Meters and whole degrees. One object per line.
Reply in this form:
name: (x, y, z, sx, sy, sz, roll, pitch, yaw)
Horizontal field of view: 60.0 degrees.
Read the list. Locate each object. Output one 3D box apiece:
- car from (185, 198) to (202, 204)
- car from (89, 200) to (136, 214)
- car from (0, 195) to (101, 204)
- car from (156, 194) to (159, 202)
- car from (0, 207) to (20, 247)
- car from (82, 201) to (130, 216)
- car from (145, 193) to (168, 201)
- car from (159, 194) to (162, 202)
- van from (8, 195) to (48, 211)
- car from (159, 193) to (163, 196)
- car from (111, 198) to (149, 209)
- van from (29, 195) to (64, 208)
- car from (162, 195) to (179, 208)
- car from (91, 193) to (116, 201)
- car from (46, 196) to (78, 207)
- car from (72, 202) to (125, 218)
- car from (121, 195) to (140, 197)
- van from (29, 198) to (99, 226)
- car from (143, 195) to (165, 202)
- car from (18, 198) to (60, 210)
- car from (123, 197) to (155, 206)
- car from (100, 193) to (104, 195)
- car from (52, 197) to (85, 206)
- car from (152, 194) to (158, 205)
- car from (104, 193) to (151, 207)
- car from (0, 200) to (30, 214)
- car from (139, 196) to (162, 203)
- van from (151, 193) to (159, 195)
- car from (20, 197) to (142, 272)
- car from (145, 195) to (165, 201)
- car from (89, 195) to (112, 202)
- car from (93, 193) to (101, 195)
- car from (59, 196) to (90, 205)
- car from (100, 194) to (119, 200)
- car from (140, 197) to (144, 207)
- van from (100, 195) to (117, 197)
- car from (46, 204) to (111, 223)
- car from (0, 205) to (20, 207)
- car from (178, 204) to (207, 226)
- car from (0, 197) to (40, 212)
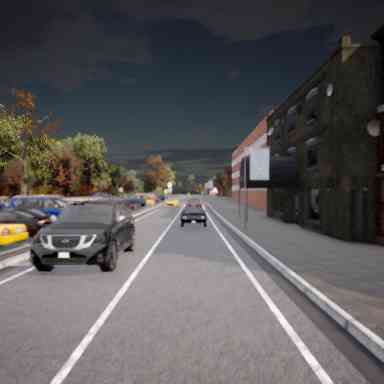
car: (0.225, 1.579, 41.708, 2.097, 1.767, 4.553, 0, 0, 0)
car: (-9.216, 1.720, 38.866, 5.008, 1.535, 2.097, 0, 0, 0)
car: (-9.284, 1.391, 21.895, 5.566, 2.045, 2.435, 0, -1, 0)
car: (-9.097, 1.630, 61.472, 4.674, 1.452, 2.002, 0, 0, 0)
car: (-9.544, 1.539, 13.416, 5.366, 1.575, 1.946, 0, -1, 0)
car: (-9.233, 1.777, 36.041, 4.674, 1.452, 2.002, 0, 0, 0)
car: (-8.949, 1.199, 84.075, 5.566, 2.045, 2.435, 0, 0, 0)
car: (-9.039, 1.587, 67.122, 4.792, 1.488, 2.163, 0, 0, 0)
van: (-21.878, 1.463, 44.524, 4.442, 1.987, 1.878, 0, 0, 0)
car: (-9.056, 1.582, 69.948, 4.674, 1.452, 2.002, 0, 0, 0)
car: (-9.345, 1.652, 50.170, 5.366, 1.575, 1.946, 0, 0, 0)
van: (-21.844, 1.431, 50.174, 4.442, 1.987, 1.878, 0, 0, 0)
car: (-3.119, 1.664, 52.012, 1.882, 1.535, 5.008, 0, 0, 1)
car: (-21.538, 1.221, 81.106, 5.566, 2.045, 2.435, 0, 0, 0)
car: (-21.729, 1.499, 55.695, 4.553, 1.767, 2.185, 0, 0, 0)
car: (-9.254, 1.788, 33.206, 4.674, 1.452, 2.002, 0, 0, 0)
car: (-9.237, 1.579, 41.692, 4.553, 1.767, 2.185, 0, 0, 0)
van: (-9.414, 1.450, 24.720, 4.442, 1.987, 1.878, 0, -1, 0)
car: (-9.002, 1.490, 78.425, 5.008, 1.535, 2.097, 0, 0, 0)
car: (-21.751, 1.674, 47.349, 4.892, 1.521, 2.231, 0, 0, 0)
car: (-9.300, 1.604, 58.647, 5.366, 1.575, 1.946, 0, 0, 0)
car: (-21.617, 1.543, 69.937, 5.008, 1.535, 2.097, 0, 0, 0)
car: (-21.678, 1.608, 58.519, 5.008, 1.535, 2.097, 0, 0, 0)
car: (-8.944, 1.620, 55.819, 5.366, 1.575, 1.946, 0, 0, 0)
car: (-9.204, 1.420, 47.342, 5.566, 2.045, 2.435, 0, 0, 0)
car: (-21.824, 1.751, 38.881, 4.792, 1.488, 2.163, 0, 0, 0)
car: (-9.035, 1.565, 72.774, 4.674, 1.452, 2.002, 0, 0, 0)
van: (-9.201, 1.348, 64.296, 4.442, 1.987, 1.878, 0, 0, 0)
car: (-3.350, 1.321, 11.473, 2.150, 2.045, 5.566, 0, 0, 0)
car: (-8.990, 1.510, 81.252, 4.674, 1.452, 2.002, 0, 0, 0)
car: (-21.587, 1.492, 78.408, 4.892, 1.521, 2.231, 0, 0, 0)
car: (-21.633, 1.559, 67.114, 5.008, 1.535, 2.097, 0, 0, 0)
car: (-21.673, 1.592, 61.342, 5.008, 1.535, 2.097, 0, 0, 0)
car: (-21.473, 1.298, 86.886, 4.553, 1.767, 2.185, 0, 0, 0)
car: (-9.193, 1.728, 44.518, 4.674, 1.452, 2.002, 0, 0, 0)
van: (-9.384, 1.512, 30.250, 4.442, 1.987, 1.878, 0, 0, 0)
car: (-9.285, 1.750, 27.542, 4.674, 1.452, 2.002, 0, -1, 0)
car: (-9.338, 1.575, 16.241, 5.008, 1.535, 2.097, 0, -1, 0)
car: (0.132, 1.803, 25.279, 1.895, 1.301, 4.718, 0, 0, 0)
car: (-21.746, 1.581, 41.577, 4.553, 1.767, 2.185, 0, 0, 0)
